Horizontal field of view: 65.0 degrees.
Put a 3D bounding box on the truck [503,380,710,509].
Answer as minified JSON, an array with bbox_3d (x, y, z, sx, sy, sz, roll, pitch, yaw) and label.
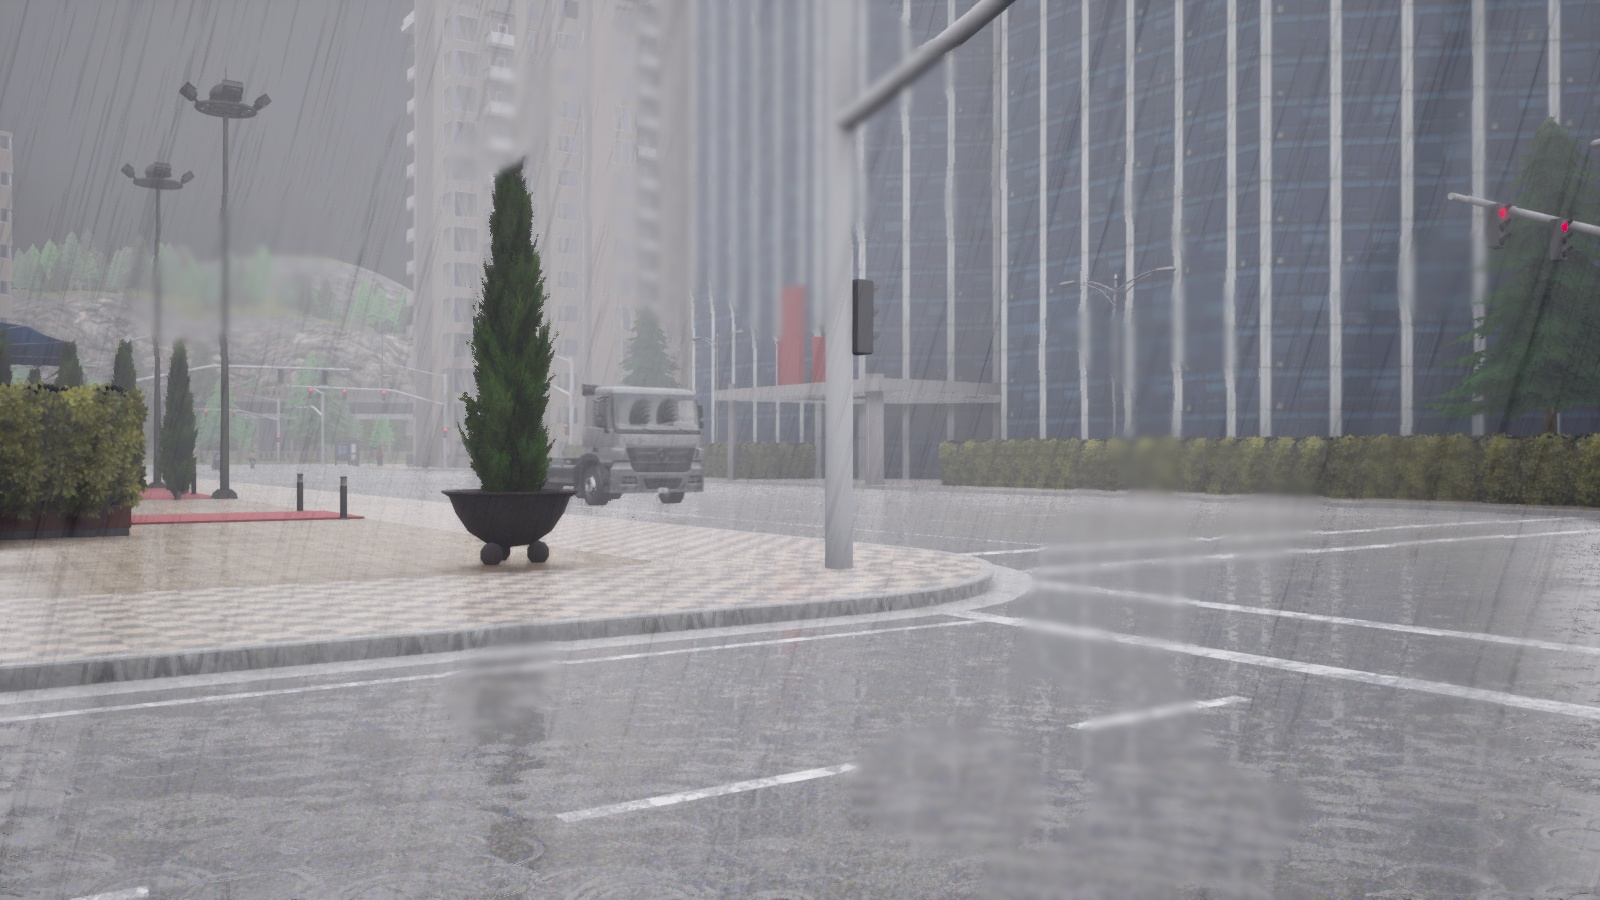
[{"bbox_3d":[-6.001,-0.132,37.642,2.891,3.462,7.936,0,0,-35],"label":"truck"}]
